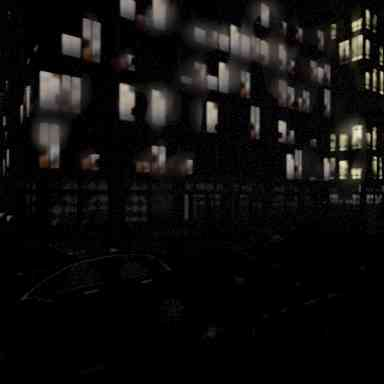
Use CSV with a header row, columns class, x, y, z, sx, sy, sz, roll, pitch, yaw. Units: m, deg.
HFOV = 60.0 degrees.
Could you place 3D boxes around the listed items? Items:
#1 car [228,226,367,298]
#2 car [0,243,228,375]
class,x,y,z,sx,sy,sz,roll,pitch,yaw
car,2.825,1.587,8.574,4.313,1.339,1.947,0,0,-36
car,-1.808,1.556,5.266,4.403,1.369,2.008,0,0,-36
